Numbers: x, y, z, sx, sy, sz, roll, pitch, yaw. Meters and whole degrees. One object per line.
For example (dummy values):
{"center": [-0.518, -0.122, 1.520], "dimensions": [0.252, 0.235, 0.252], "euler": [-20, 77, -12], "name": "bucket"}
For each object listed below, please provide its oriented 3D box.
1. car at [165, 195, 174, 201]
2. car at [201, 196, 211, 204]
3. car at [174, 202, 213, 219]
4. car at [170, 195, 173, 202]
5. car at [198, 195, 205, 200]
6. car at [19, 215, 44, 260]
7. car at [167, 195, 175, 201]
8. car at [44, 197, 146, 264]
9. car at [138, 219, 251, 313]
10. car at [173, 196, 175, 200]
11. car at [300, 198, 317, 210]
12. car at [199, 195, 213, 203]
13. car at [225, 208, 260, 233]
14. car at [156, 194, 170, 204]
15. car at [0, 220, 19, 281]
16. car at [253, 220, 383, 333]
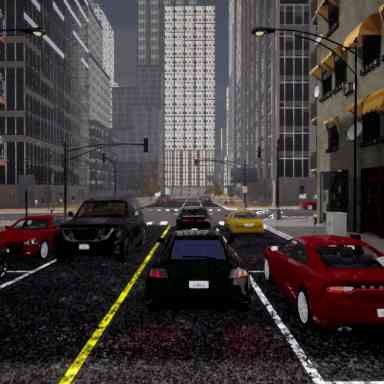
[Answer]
{"center": [-5.608, 1.524, 83.501], "dimensions": [1.752, 1.417, 4.829], "euler": [-1, 0, 0], "name": "car"}
{"center": [2.755, 1.522, 67.152], "dimensions": [1.752, 1.417, 4.829], "euler": [-1, 0, 0], "name": "car"}
{"center": [0.096, 1.503, 17.719], "dimensions": [1.837, 1.490, 4.892], "euler": [0, 0, -1], "name": "car"}
{"center": [-5.627, 1.312, 66.993], "dimensions": [2.192, 1.841, 5.009], "euler": [-1, 0, 0], "name": "car"}
{"center": [2.787, 1.581, 94.781], "dimensions": [1.802, 1.307, 4.206], "euler": [-1, 0, 0], "name": "car"}
{"center": [-5.685, 1.543, 12.397], "dimensions": [1.887, 1.381, 4.507], "euler": [-1, 0, 0], "name": "car"}
{"center": [-5.600, 1.543, 89.230], "dimensions": [1.887, 1.381, 4.507], "euler": [-1, 0, 0], "name": "car"}
{"center": [-3.054, 1.222, 12.235], "dimensions": [2.150, 2.045, 5.566], "euler": [0, 0, 0], "name": "car"}
{"center": [0.112, 1.563, 7.734], "dimensions": [1.994, 1.385, 4.181], "euler": [0, 0, 0], "name": "car"}
{"center": [-5.621, 1.312, 72.553], "dimensions": [2.192, 1.841, 5.009], "euler": [-1, 0, 0], "name": "car"}
{"center": [14.292, 1.255, 37.009], "dimensions": [4.507, 1.381, 1.887], "euler": [-1, 1, 0], "name": "car"}
{"center": [2.748, 1.437, 61.423], "dimensions": [1.967, 1.590, 4.097], "euler": [-1, 0, 0], "name": "car"}
{"center": [2.701, 1.523, 18.067], "dimensions": [1.752, 1.417, 4.829], "euler": [-1, 0, 0], "name": "car"}
{"center": [-5.631, 1.542, 61.433], "dimensions": [1.887, 1.381, 4.507], "euler": [-1, 0, 0], "name": "car"}
{"center": [-5.692, 1.439, 6.873], "dimensions": [1.967, 1.590, 4.097], "euler": [-1, 0, 0], "name": "car"}
{"center": [2.690, 1.544, 6.850], "dimensions": [1.887, 1.381, 4.507], "euler": [-1, 0, 0], "name": "car"}
